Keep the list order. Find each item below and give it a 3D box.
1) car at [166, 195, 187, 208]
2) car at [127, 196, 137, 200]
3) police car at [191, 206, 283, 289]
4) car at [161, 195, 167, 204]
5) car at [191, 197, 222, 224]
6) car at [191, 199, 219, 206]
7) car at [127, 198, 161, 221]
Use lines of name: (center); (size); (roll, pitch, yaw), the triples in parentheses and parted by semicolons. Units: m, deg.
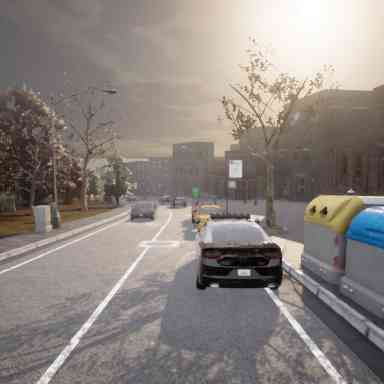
car: (-1.948, 1.384, 46.905); (2.128, 1.511, 4.902); (-1, 0, -10)
car: (-13.384, 1.591, 75.132); (2.033, 1.411, 5.357); (-2, 0, -21)
police car: (1.039, 1.408, 9.241); (1.930, 1.638, 5.238); (0, 0, 0)
car: (-4.798, 1.386, 60.394); (1.837, 1.490, 4.892); (-2, 0, -16)
car: (1.012, 1.300, 25.201); (2.097, 1.767, 4.553); (0, 0, -1)
car: (1.026, 1.419, 19.368); (1.801, 1.575, 5.366); (0, 0, 0)
car: (-3.769, 1.458, 26.651); (1.837, 1.490, 4.892); (0, 0, -2)
